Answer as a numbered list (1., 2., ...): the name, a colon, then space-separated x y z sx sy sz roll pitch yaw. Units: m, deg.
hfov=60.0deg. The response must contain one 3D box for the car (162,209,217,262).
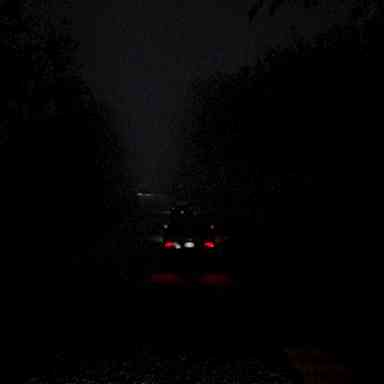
1. car: -0.110 1.631 12.540 2.033 1.411 5.357 0 0 -1

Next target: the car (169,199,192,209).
1. car: -0.960 1.354 28.866 1.812 1.442 4.674 0 2 -5

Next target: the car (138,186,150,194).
1. car: -9.293 -0.406 64.494 1.812 1.442 4.674 2 2 -12
